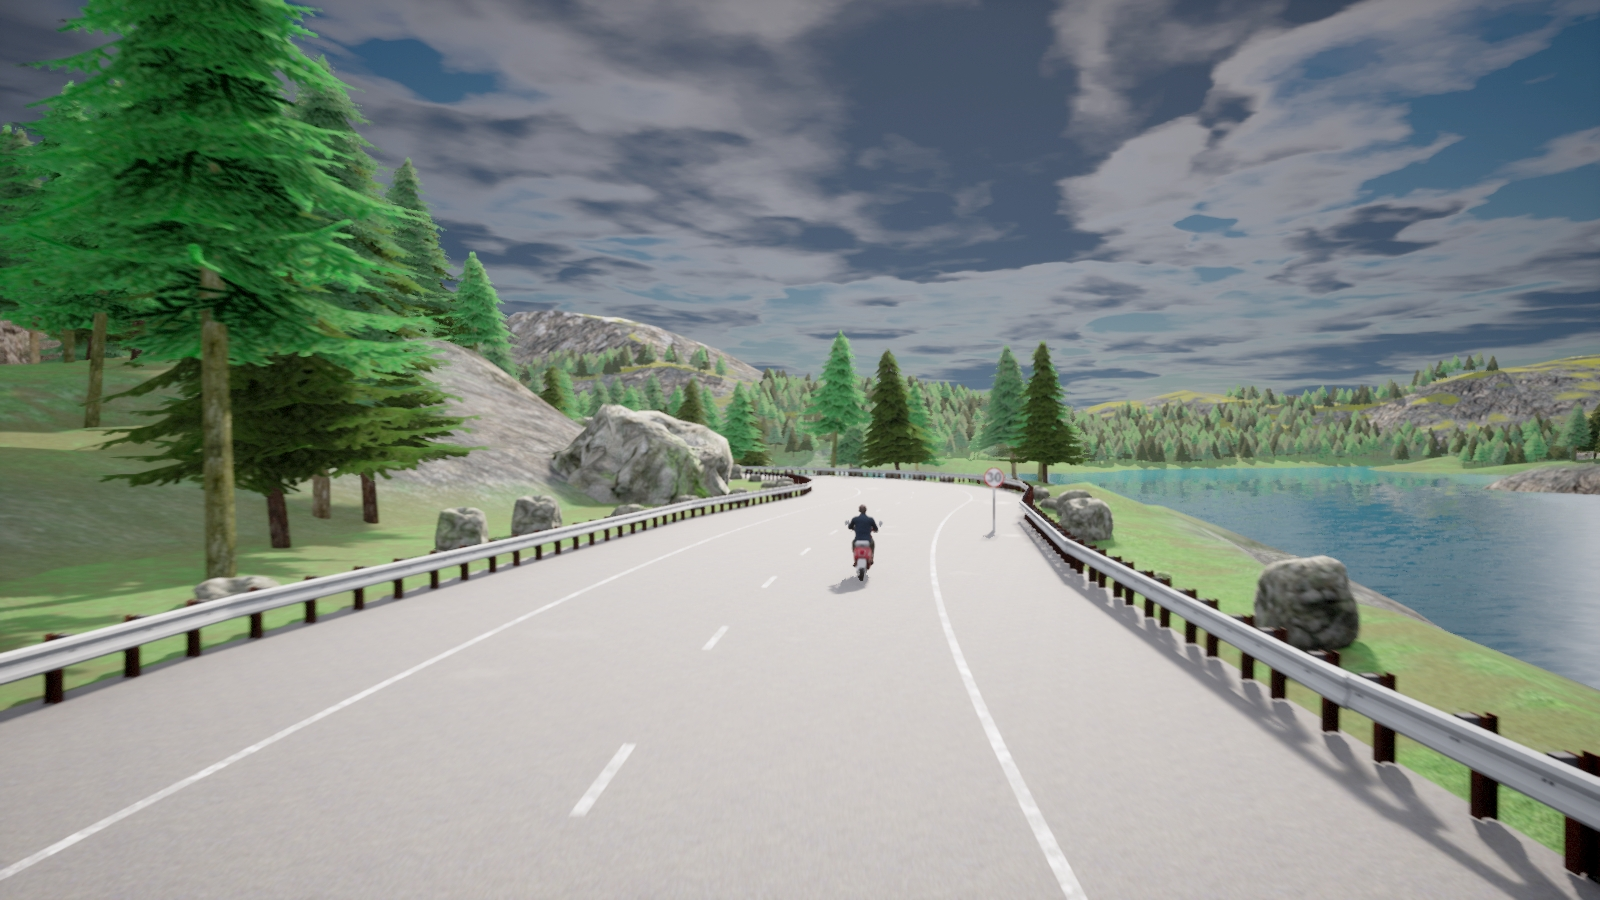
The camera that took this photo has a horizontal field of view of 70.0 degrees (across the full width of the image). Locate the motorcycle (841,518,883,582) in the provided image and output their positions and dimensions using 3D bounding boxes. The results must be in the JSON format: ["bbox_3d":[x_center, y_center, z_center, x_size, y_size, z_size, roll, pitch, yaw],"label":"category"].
[{"bbox_3d":[1.388,2.182,25.198,0.856,1.236,1.805,0,0,5],"label":"motorcycle"}]

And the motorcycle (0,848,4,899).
[{"bbox_3d":[-3.558,2.176,3.495,0.803,1.217,2.033,0,0,1],"label":"motorcycle"}]
